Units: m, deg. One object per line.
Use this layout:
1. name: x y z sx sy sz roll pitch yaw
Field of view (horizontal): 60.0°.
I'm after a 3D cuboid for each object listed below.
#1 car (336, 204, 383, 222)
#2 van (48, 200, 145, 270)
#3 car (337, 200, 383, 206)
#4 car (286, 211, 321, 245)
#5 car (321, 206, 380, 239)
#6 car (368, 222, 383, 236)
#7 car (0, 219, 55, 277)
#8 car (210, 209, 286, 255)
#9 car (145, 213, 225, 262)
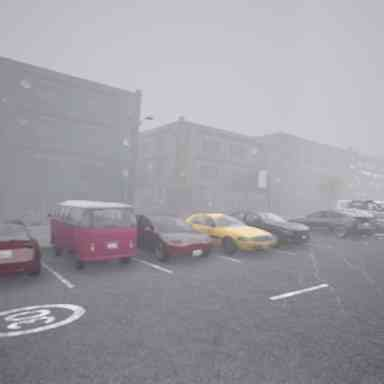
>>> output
1. car: 10.163 1.804 21.115 2.231 1.521 4.892 1 -1 -36
2. van: -3.570 1.303 11.427 1.878 1.987 4.442 1 -1 -36
3. car: 12.468 1.604 22.724 2.435 2.045 5.566 1 -1 -36
4. car: 3.328 1.658 16.225 2.097 1.535 5.008 1 -1 -36
5. car: 7.873 1.783 19.507 2.163 1.488 4.792 1 -1 -36
6. car: 7.249 1.663 9.191 4.902 1.511 2.128 1 -1 -35
7. car: -5.802 1.515 9.722 2.163 1.488 4.792 1 -1 -36
8. car: 1.162 1.612 14.441 1.946 1.575 5.366 1 -1 -36
9. car: -1.209 1.601 12.937 2.163 1.488 4.792 1 -1 -36
